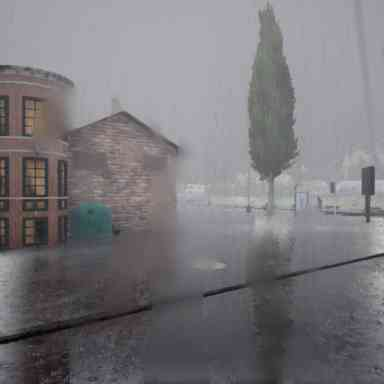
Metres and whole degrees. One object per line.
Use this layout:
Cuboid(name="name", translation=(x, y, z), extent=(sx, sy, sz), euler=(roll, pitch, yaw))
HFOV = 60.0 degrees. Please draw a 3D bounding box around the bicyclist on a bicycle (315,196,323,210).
Cuboid(name="bicyclist on a bicycle", translation=(15.318, 1.349, 40.146), extent=(1.656, 1.620, 0.582), euler=(0, 0, -36))
